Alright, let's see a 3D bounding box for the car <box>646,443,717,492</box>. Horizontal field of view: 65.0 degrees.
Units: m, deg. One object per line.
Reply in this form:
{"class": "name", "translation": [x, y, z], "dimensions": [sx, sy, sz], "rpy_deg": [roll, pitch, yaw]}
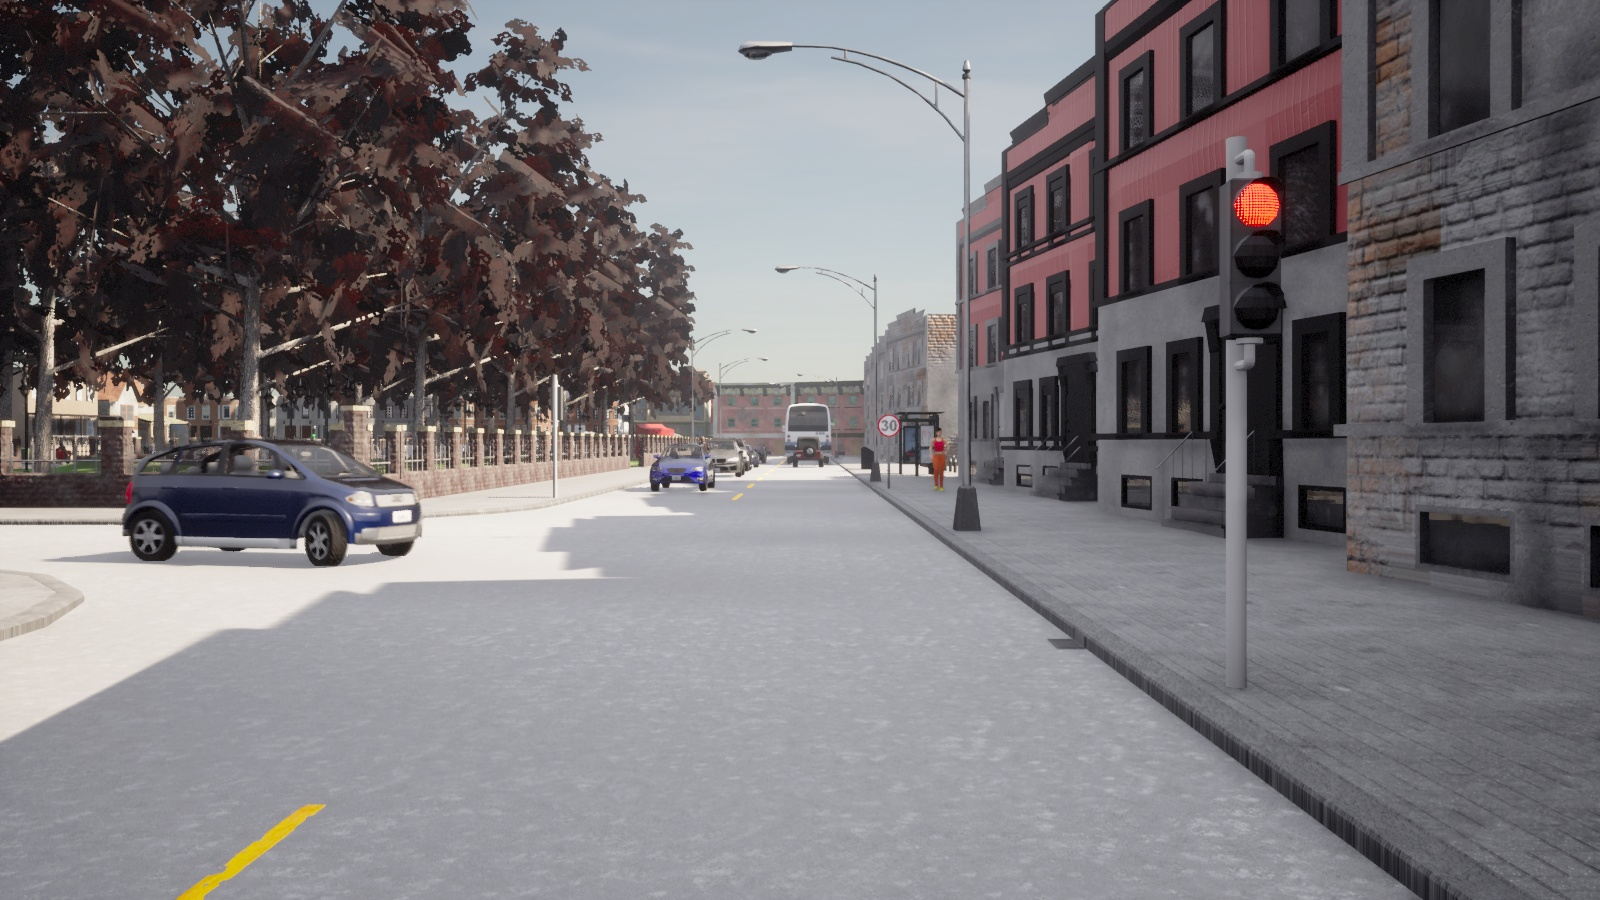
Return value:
{"class": "car", "translation": [-3.717, 0.530, 40.145], "dimensions": [1.816, 1.474, 4.193], "rpy_deg": [0, 0, 1]}

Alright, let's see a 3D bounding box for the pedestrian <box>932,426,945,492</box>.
{"class": "pedestrian", "translation": [3.943, 0.252, 35.673], "dimensions": [0.345, 1.836, 0.594], "rpy_deg": [0, 0, 7]}

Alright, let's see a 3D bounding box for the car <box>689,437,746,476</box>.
{"class": "car", "translation": [-3.627, 0.270, 56.252], "dimensions": [2.242, 1.667, 4.611], "rpy_deg": [0, 0, 0]}

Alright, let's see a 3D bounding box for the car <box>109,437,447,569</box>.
{"class": "car", "translation": [-6.674, 0.629, 16.157], "dimensions": [3.705, 1.549, 1.789], "rpy_deg": [0, 0, 16]}

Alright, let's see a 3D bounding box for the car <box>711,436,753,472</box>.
{"class": "car", "translation": [-3.560, 0.187, 66.136], "dimensions": [1.932, 1.855, 4.605], "rpy_deg": [0, 0, 1]}

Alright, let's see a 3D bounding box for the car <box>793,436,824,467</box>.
{"class": "car", "translation": [0.514, 0.102, 78.031], "dimensions": [1.905, 1.878, 3.866], "rpy_deg": [0, 0, 0]}

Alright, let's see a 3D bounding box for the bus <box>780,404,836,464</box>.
{"class": "bus", "translation": [0.594, -1.155, 93.075], "dimensions": [3.944, 4.253, 10.273], "rpy_deg": [0, 0, 0]}
